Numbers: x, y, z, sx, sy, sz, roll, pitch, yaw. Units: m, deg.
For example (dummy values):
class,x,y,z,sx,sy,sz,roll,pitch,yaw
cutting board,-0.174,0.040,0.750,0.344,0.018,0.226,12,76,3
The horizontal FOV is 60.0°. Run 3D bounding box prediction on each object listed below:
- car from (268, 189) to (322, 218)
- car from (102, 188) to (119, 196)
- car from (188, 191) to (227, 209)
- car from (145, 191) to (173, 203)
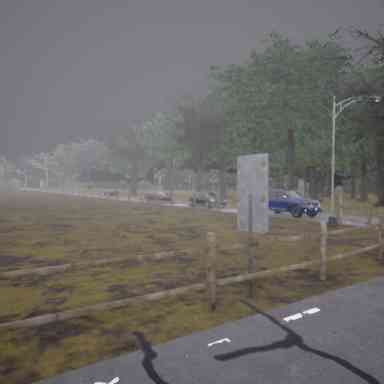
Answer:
class,x,y,z,sx,sy,sz,roll,pitch,yaw
car,7.383,0.827,26.269,2.150,2.045,5.566,0,1,-36
car,-15.595,0.073,63.650,1.837,1.490,4.892,0,1,-35
car,1.571,0.721,34.440,2.097,1.767,4.553,0,1,-34
car,-4.309,0.606,42.716,1.882,1.535,5.008,0,1,-35
